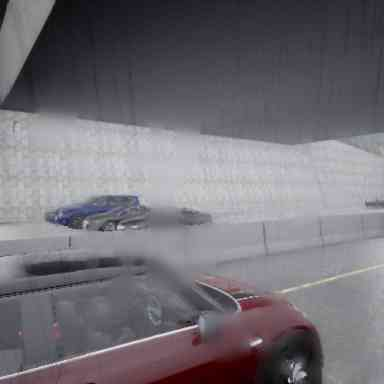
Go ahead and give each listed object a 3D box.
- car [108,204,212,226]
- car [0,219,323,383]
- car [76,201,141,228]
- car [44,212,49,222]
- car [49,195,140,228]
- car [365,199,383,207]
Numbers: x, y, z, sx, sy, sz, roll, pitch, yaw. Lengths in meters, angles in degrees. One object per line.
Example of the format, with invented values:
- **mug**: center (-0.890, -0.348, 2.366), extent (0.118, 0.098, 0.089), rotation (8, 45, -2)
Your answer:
- **car**: center (-1.191, 1.488, 16.037), extent (4.902, 1.511, 2.128), rotation (0, 0, -35)
- **car**: center (-0.781, 1.351, 3.189), extent (4.553, 1.767, 2.097), rotation (0, 0, -35)
- **car**: center (-3.556, 1.489, 18.651), extent (4.902, 1.511, 2.128), rotation (0, 0, -35)
- **car**: center (-8.120, 1.523, 23.992), extent (4.674, 1.442, 1.812), rotation (0, 0, -35)
- **car**: center (-5.803, 1.219, 21.346), extent (5.566, 2.045, 2.150), rotation (0, 0, -35)
- **car**: center (27.671, 1.647, 49.425), extent (4.718, 1.301, 1.895), rotation (0, 0, -36)
